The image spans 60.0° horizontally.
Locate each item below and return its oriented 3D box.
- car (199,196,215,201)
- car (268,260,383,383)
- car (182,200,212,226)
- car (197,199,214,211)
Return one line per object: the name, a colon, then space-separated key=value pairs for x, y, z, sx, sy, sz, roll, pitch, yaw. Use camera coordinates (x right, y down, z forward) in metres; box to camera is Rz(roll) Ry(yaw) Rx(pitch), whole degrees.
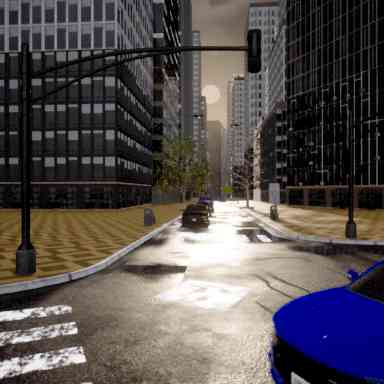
car: x=1.928 y=1.553 z=45.986 sx=2.150 sy=2.045 sz=5.566 roll=0 pitch=0 yaw=4
car: x=3.274 y=1.501 z=4.137 sx=5.008 sy=1.535 sz=1.882 roll=0 pitch=0 yaw=-25
car: x=0.341 y=1.653 z=25.167 sx=1.882 sy=1.535 sz=5.008 roll=0 pitch=0 yaw=4
car: x=1.119 y=1.776 z=35.357 sx=1.812 sy=1.442 sz=4.674 roll=0 pitch=0 yaw=4
